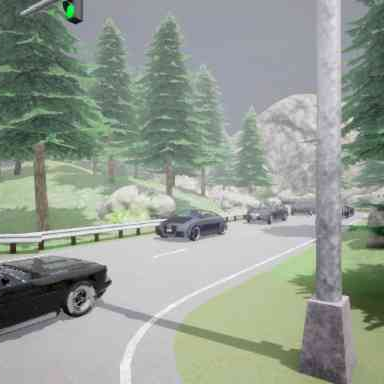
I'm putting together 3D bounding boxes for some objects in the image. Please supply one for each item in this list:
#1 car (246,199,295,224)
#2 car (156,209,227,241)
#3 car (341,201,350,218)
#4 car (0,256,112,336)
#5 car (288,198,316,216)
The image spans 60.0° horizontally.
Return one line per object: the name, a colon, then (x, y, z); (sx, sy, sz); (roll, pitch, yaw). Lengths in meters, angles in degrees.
car: (5.733, 1.507, 25.100); (2.128, 1.511, 4.902); (0, 0, 35)
car: (0.090, 1.579, 16.910); (1.994, 1.385, 4.181); (0, 0, 35)
car: (13.360, 1.562, 29.904); (2.128, 1.511, 4.902); (0, -1, 33)
car: (-3.588, 1.623, 5.216); (1.895, 1.301, 4.718); (0, 0, 35)
car: (11.314, 1.520, 33.658); (1.837, 1.490, 4.892); (0, 0, 28)
